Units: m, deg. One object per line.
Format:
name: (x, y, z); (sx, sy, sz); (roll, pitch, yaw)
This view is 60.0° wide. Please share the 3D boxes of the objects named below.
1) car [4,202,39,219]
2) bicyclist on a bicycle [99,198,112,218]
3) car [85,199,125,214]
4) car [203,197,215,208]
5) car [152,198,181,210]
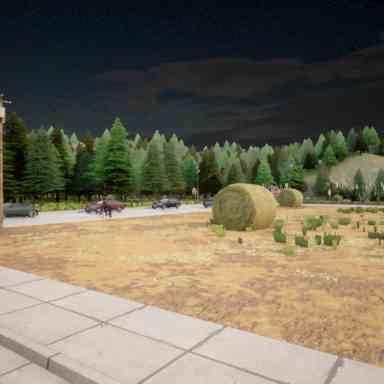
car: (-15.382, 1.591, 28.356); (1.994, 1.385, 4.181); (0, 0, 36)
bicyclist on a bicycle: (-7.049, 1.327, 27.042); (1.656, 1.620, 0.582); (0, 0, 36)
car: (-9.468, 1.552, 36.347); (1.812, 1.442, 4.674); (0, 0, 36)
car: (3.489, 1.518, 47.795); (2.128, 1.511, 4.902); (0, 0, 37)
car: (-3.386, 1.552, 44.573); (1.812, 1.442, 4.674); (0, 0, 37)
